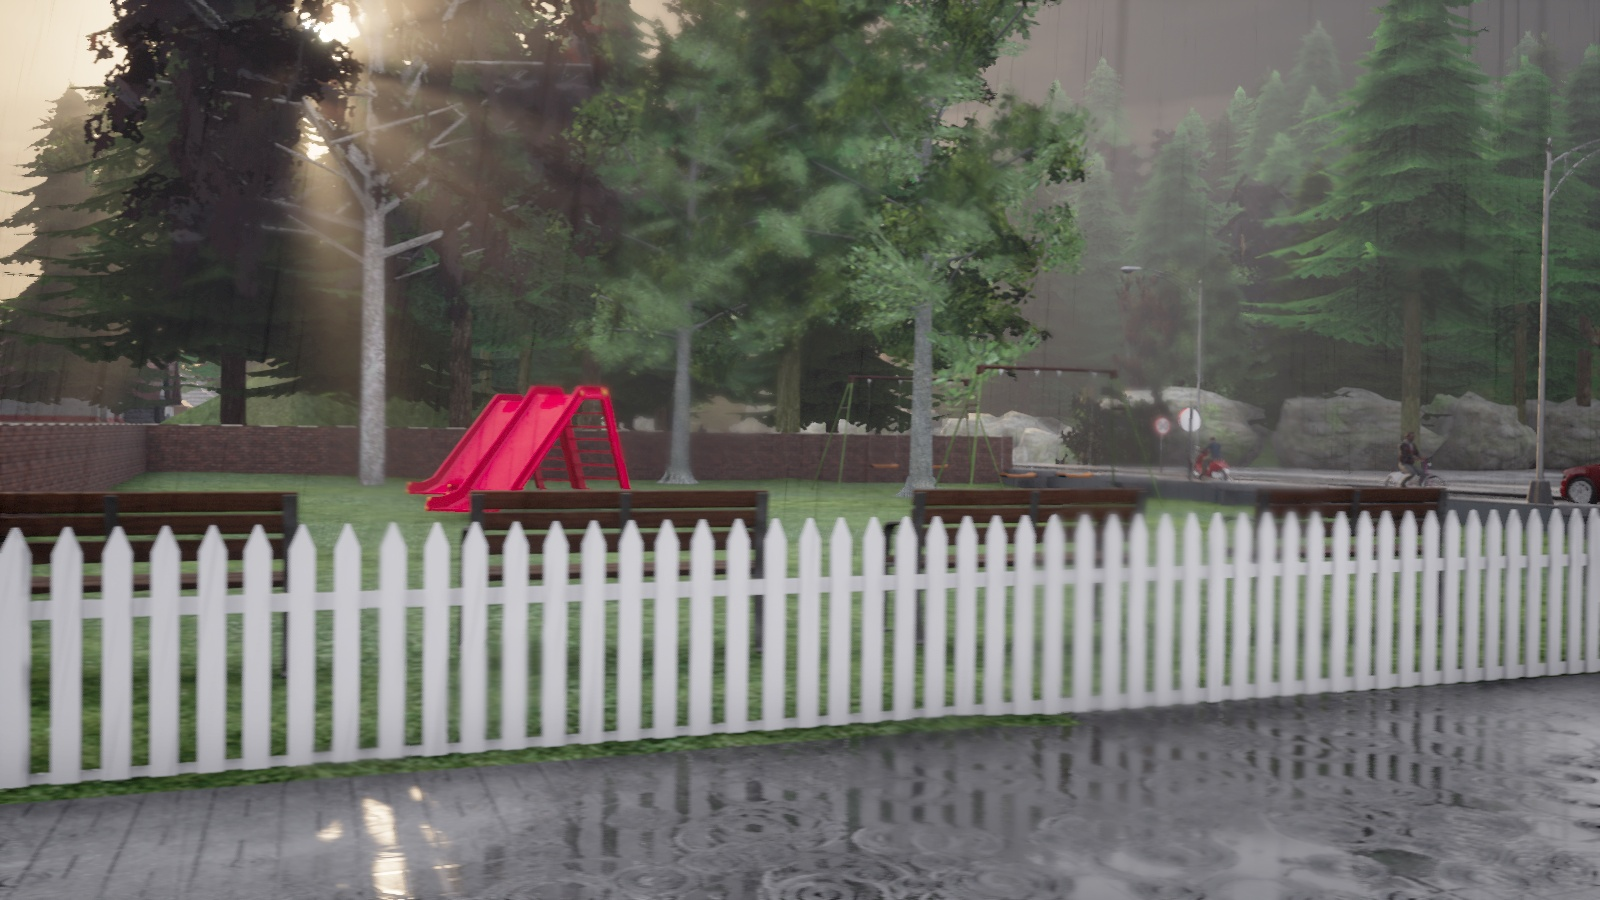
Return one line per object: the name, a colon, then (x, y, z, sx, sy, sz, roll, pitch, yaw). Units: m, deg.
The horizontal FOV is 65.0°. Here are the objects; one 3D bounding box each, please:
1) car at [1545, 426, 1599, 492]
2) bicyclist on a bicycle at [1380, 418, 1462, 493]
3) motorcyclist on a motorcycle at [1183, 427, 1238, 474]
car: (20.060, 0.217, 28.811, 1.882, 1.535, 5.008, -1, 1, -21)
bicyclist on a bicycle: (15.098, 0.118, 30.576, 0.659, 1.776, 1.843, -1, 1, -21)
motorcyclist on a motorcycle: (14.312, 0.010, 43.833, 0.866, 1.590, 1.817, -1, 1, -21)
